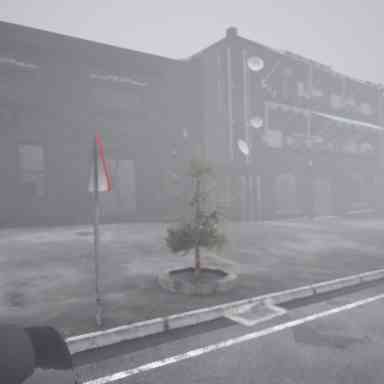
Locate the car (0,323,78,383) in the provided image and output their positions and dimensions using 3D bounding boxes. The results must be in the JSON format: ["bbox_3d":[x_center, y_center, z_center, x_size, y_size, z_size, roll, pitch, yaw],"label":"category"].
[{"bbox_3d":[-2.935,1.507,1.295,4.902,1.511,2.128,1,-1,-32],"label":"car"}]
